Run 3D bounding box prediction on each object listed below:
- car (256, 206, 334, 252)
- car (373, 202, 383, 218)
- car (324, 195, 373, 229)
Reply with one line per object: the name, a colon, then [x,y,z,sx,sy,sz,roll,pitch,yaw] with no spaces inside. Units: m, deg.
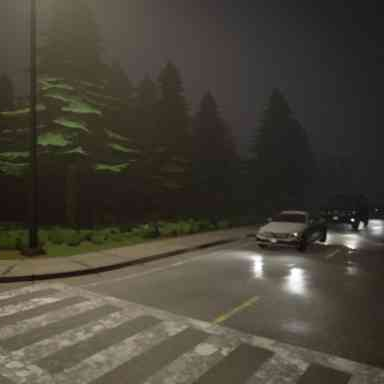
car: [4.420,1.532,14.295,1.812,1.442,4.674,0,0,37]
car: [16.344,1.590,30.370,1.895,1.301,4.718,0,0,37]
car: [10.261,1.219,22.189,2.150,2.045,5.566,0,0,37]
